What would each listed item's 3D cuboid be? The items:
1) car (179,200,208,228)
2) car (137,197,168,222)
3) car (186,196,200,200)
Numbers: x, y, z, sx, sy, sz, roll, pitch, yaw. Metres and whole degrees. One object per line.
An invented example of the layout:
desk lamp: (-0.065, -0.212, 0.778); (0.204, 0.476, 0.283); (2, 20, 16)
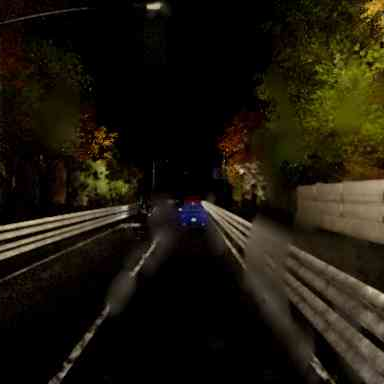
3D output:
car: (0.105, 1.573, 22.924); (1.882, 1.535, 5.008); (0, -1, 0)
car: (-3.245, 1.477, 28.394); (2.150, 2.045, 5.566); (0, -1, 0)
car: (0.102, 1.560, 42.896); (2.150, 2.045, 5.566); (-1, -1, 0)
